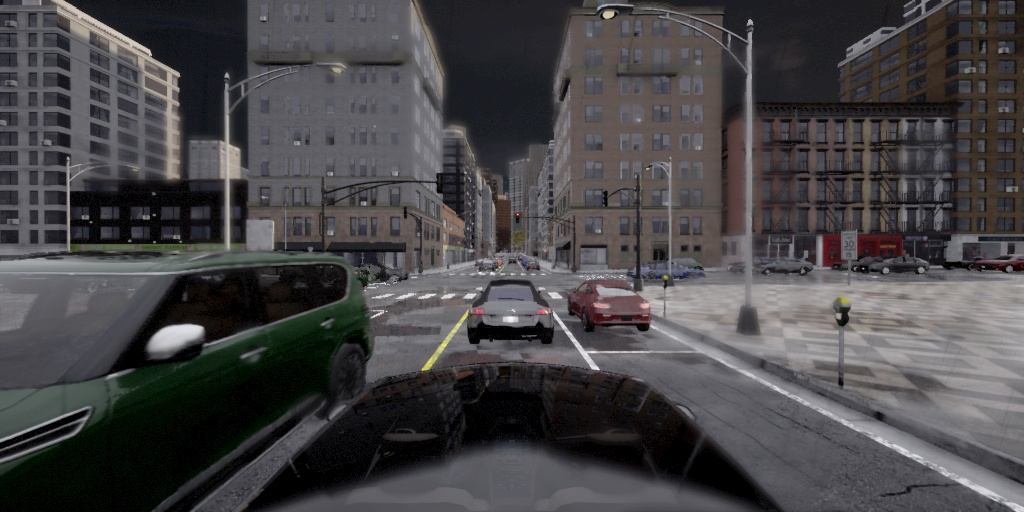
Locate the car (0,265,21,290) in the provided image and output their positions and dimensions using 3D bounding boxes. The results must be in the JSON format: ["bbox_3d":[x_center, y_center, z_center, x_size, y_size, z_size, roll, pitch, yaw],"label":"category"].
[{"bbox_3d":[-39.794,1.599,26.364,4.553,1.767,2.097,-1,0,0],"label":"car"}]

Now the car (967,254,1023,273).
[{"bbox_3d":[41.873,0.607,29.923,5.008,1.535,1.882,-1,0,0],"label":"car"}]

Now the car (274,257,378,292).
[{"bbox_3d":[-11.713,1.133,22.834,5.566,2.045,2.150,-1,0,4],"label":"car"}]

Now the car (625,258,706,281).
[{"bbox_3d":[11.232,1.118,26.451,5.357,1.411,2.033,-1,0,0],"label":"car"}]

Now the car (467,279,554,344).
[{"bbox_3d":[-0.036,1.312,9.598,1.994,1.385,4.181,0,0,0],"label":"car"}]

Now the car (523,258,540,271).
[{"bbox_3d":[2.786,1.257,47.808,1.802,1.307,4.207,0,0,0],"label":"car"}]

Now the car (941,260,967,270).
[{"bbox_3d":[42.975,0.699,33.170,4.718,1.301,1.895,-1,0,0],"label":"car"}]

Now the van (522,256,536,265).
[{"bbox_3d":[2.803,0.998,53.360,1.690,1.789,3.998,0,0,0],"label":"van"}]

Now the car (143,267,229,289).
[{"bbox_3d":[-23.905,1.580,26.387,4.674,1.442,1.812,-1,0,0],"label":"car"}]

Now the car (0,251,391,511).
[{"bbox_3d":[-3.065,0.971,2.935,2.150,2.045,5.566,0,0,0],"label":"car"}]

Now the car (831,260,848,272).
[{"bbox_3d":[32.433,0.746,33.184,4.892,1.490,1.837,0,0,0],"label":"car"}]

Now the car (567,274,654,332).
[{"bbox_3d":[2.717,1.330,10.596,1.802,1.307,4.207,0,0,0],"label":"car"}]

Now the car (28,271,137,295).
[{"bbox_3d":[-27.577,1.718,23.125,4.718,1.301,1.895,-1,0,0],"label":"car"}]

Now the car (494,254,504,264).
[{"bbox_3d":[-2.980,0.968,65.157,2.097,1.767,4.553,0,0,1],"label":"car"}]

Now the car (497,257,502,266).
[{"bbox_3d":[-3.047,1.199,55.248,2.033,1.411,5.357,0,0,0],"label":"car"}]

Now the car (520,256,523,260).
[{"bbox_3d":[2.837,1.202,64.468,1.802,1.307,4.207,0,0,0],"label":"car"}]

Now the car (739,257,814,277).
[{"bbox_3d":[22.281,0.888,29.920,4.902,1.511,2.128,-1,0,0],"label":"car"}]

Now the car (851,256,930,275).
[{"bbox_3d":[31.746,0.771,29.932,4.892,1.490,1.837,-1,0,0],"label":"car"}]

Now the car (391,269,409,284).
[{"bbox_3d":[-10.296,1.360,26.979,4.892,1.490,1.837,-2,1,-10],"label":"car"}]

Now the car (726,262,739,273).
[{"bbox_3d":[22.516,0.868,33.171,4.902,1.511,2.128,-1,0,0],"label":"car"}]

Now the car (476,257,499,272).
[{"bbox_3d":[-3.079,1.207,45.598,1.812,1.442,4.674,0,0,2],"label":"car"}]
